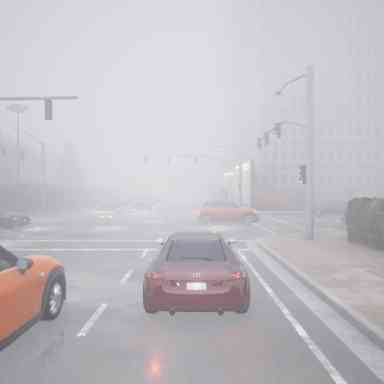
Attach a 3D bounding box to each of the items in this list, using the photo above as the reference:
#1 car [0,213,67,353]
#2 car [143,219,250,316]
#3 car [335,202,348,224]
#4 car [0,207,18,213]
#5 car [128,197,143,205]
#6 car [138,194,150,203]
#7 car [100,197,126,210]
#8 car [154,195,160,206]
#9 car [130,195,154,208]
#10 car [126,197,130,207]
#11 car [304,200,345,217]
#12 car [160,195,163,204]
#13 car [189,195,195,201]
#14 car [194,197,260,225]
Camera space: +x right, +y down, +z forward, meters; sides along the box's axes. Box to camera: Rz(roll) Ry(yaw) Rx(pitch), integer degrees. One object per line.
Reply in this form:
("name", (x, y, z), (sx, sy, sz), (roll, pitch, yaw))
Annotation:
("car", (-3.433, 1.352, 4.461), (2.097, 1.767, 4.553), (0, 0, 1))
("car", (0.089, 1.564, 7.634), (1.994, 1.385, 4.181), (0, 0, 0))
("car", (11.909, 1.560, 20.681), (4.892, 1.490, 1.837), (0, 0, 0))
("car", (-12.345, 1.589, 20.666), (4.181, 1.385, 1.994), (0, 0, 0))
("car", (-10.460, 1.599, 61.916), (1.895, 1.301, 4.718), (0, 0, 0))
("car", (-10.387, 1.353, 72.246), (2.097, 1.767, 4.553), (0, 0, 0))
("car", (-10.535, 1.490, 43.467), (2.128, 1.511, 4.902), (0, 0, 1))
("car", (-6.995, 1.503, 56.007), (1.837, 1.490, 4.892), (0, 0, 0))
("car", (-7.012, 1.351, 47.065), (2.097, 1.767, 4.553), (0, 0, 0))
("car", (-10.507, 1.476, 52.616), (1.882, 1.535, 5.008), (0, 0, 0))
("car", (13.142, 1.546, 31.381), (4.902, 1.511, 2.128), (0, 0, 0))
("car", (-6.922, 1.350, 66.085), (2.097, 1.767, 4.553), (0, 0, 1))
("car", (0.132, 1.551, 84.548), (1.994, 1.385, 4.181), (0, 0, 0))
("car", (2.621, 1.385, 24.173), (4.553, 1.767, 2.097), (0, 0, 0))
